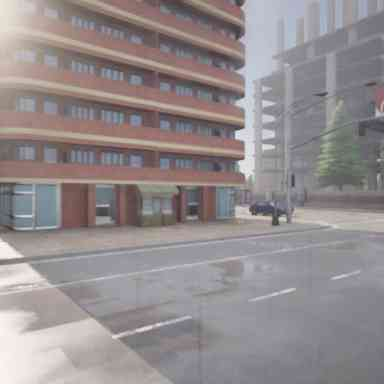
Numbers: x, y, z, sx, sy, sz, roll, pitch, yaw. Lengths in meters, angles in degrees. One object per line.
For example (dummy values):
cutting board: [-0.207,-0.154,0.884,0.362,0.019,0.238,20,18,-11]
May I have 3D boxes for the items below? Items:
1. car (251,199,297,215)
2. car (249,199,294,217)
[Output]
car: [8.922,1.603,36.570,1.837,1.490,4.892,0,0,-36]
car: [7.602,1.612,32.441,1.812,1.442,4.674,0,0,-36]
